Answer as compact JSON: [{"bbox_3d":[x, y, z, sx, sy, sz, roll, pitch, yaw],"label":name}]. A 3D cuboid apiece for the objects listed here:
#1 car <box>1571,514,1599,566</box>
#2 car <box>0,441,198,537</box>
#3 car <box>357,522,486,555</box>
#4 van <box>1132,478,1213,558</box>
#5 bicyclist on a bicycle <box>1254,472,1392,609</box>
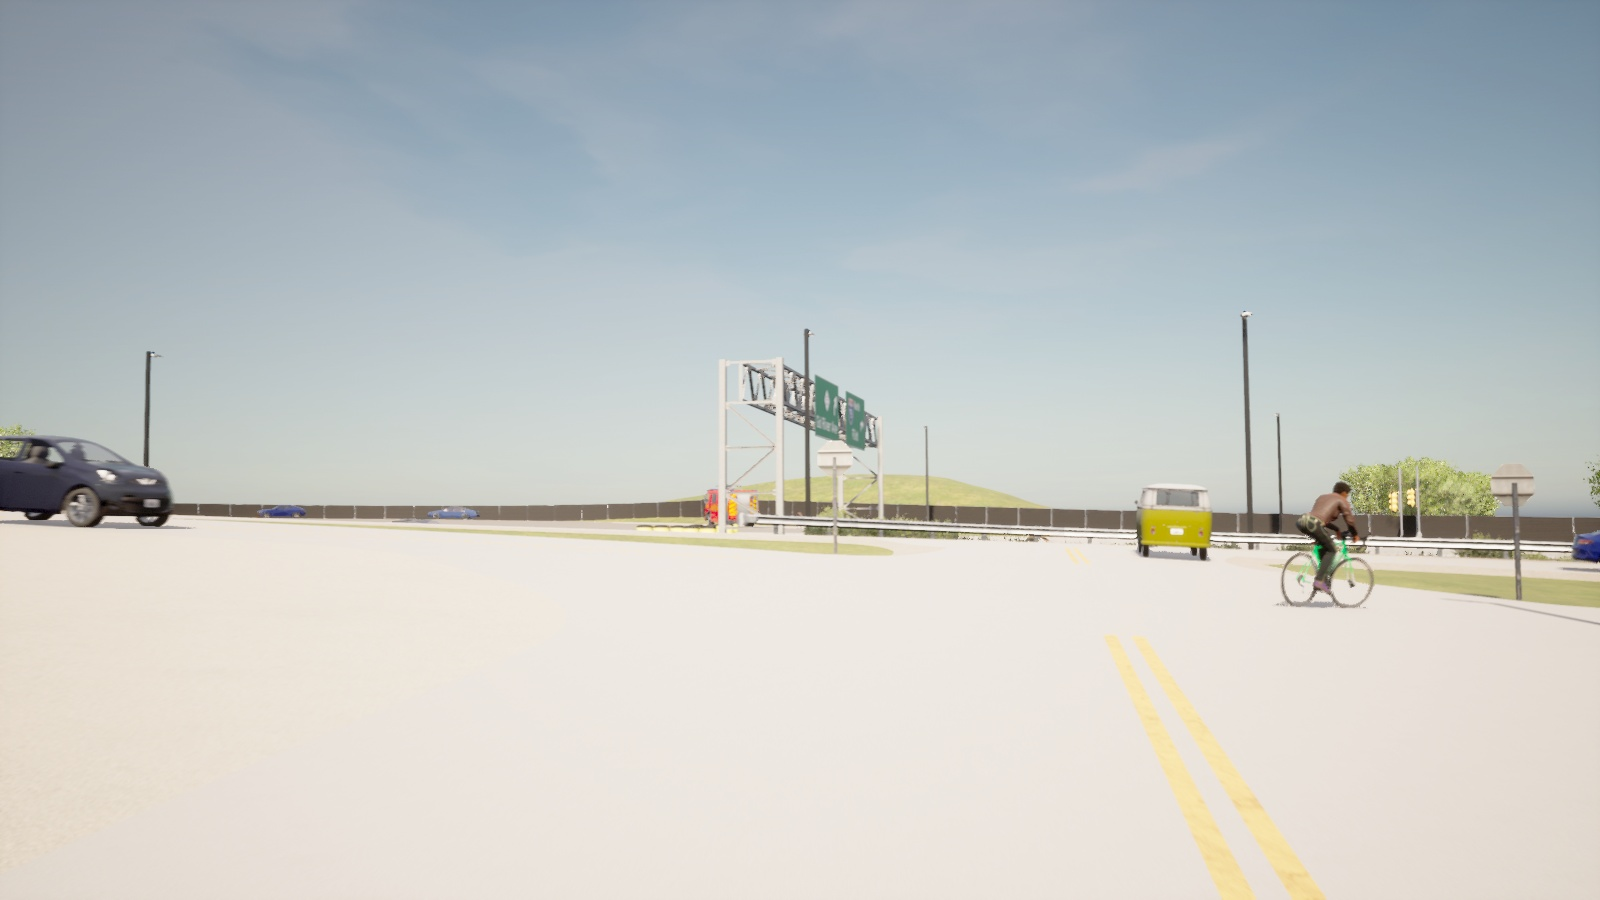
[{"bbox_3d":[24.677,2.643,35.708,4.674,1.442,1.812,1,-2,31],"label":"car"},{"bbox_3d":[-12.530,0.651,21.505,3.633,1.501,1.845,1,-3,16],"label":"car"},{"bbox_3d":[-17.240,4.002,57.271,5.357,1.411,2.033,0,-3,16],"label":"car"},{"bbox_3d":[10.139,1.828,34.433,1.775,1.987,4.442,2,-2,13],"label":"van"},{"bbox_3d":[6.682,1.162,16.020,1.656,1.620,0.582,5,-1,-28],"label":"bicyclist on a bicycle"}]
